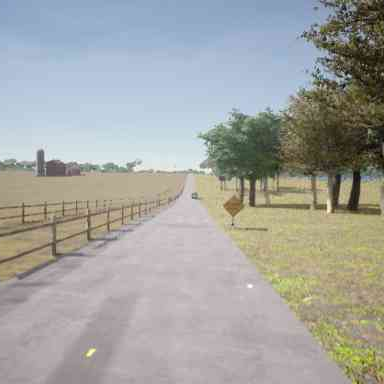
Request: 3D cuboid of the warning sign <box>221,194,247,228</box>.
[{"bbox_3d":[2.503,1.144,20.079,1.300,1.860,1.060,3,3,0],"label":"warning sign"}]
